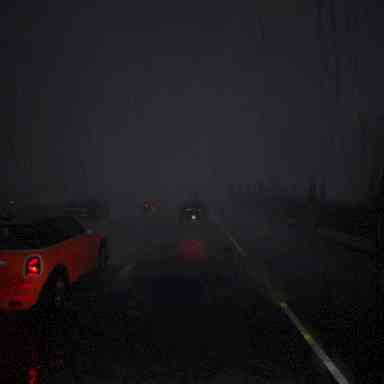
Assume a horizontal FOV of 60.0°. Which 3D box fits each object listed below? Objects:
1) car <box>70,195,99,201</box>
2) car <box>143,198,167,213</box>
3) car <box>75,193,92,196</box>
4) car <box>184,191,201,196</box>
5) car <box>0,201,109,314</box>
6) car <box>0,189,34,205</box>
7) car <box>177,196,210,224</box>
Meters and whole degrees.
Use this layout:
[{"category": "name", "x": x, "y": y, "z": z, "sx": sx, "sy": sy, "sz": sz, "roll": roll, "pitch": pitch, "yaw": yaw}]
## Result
[{"category": "car", "x": -6.901, "y": 1.212, "z": 22.132, "sx": 2.128, "sy": 1.511, "sz": 4.902, "roll": 0, "pitch": 1, "yaw": 0}, {"category": "car", "x": -3.401, "y": 1.205, "z": 31.558, "sx": 1.895, "sy": 1.301, "sz": 4.718, "roll": 0, "pitch": 1, "yaw": 0}, {"category": "car", "x": -14.010, "y": 0.822, "z": 42.718, "sx": 1.882, "sy": 1.535, "sz": 5.008, "roll": 0, "pitch": 2, "yaw": 0}, {"category": "car", "x": 0.098, "y": 0.685, "z": 43.114, "sx": 2.097, "sy": 1.767, "sz": 4.553, "roll": 0, "pitch": 3, "yaw": 0}, {"category": "car", "x": -3.401, "y": 1.258, "z": 7.541, "sx": 2.097, "sy": 1.767, "sz": 4.553, "roll": 0, "pitch": 1, "yaw": 0}, {"category": "car", "x": -21.001, "y": 0.681, "z": 39.567, "sx": 2.150, "sy": 2.045, "sz": 5.566, "roll": 0, "pitch": 2, "yaw": 0}, {"category": "car", "x": 0.099, "y": 1.227, "z": 21.911, "sx": 1.837, "sy": 1.490, "sz": 4.892, "roll": 0, "pitch": 0, "yaw": 0}]
